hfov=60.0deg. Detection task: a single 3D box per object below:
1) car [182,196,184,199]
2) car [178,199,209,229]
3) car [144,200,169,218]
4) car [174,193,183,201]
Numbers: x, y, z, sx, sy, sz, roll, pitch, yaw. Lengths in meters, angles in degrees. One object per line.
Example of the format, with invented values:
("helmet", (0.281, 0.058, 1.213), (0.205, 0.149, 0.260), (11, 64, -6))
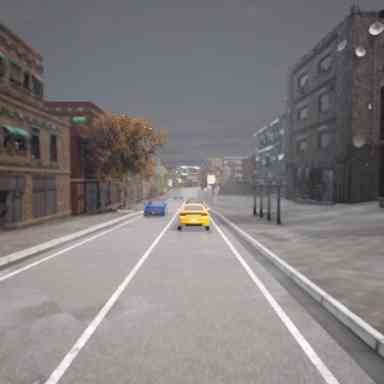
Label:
("car", (0.112, 1.499, 39.833), (2.033, 1.411, 5.357), (0, 0, 0))
("car", (0.093, 1.489, 21.663), (1.882, 1.535, 5.008), (0, 0, 0))
("car", (-3.243, 1.479, 30.659), (1.882, 1.535, 5.008), (0, 0, 0))
("car", (-2.826, 1.010, 72.033), (1.882, 1.535, 5.008), (0, 1, 0))
